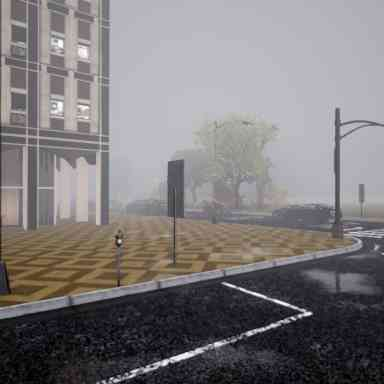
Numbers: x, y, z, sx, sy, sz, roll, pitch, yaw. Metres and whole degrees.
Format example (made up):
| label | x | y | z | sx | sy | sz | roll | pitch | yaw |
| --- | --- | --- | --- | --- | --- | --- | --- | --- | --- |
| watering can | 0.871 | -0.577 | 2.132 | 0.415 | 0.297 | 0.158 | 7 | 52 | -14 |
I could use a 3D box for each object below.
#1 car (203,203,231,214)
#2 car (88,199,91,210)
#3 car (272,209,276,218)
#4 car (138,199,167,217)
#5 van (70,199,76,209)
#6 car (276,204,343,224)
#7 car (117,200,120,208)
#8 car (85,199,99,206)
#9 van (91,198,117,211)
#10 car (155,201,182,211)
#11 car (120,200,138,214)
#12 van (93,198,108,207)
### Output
| label | x | y | z | sx | sy | sz | roll | pitch | yaw |
| --- | --- | --- | --- | --- | --- | --- | --- | --- | --- |
| car | 3.032 | 1.968 | 40.571 | 1.802 | 1.307 | 4.206 | -1 | 0 | -36 |
| car | -16.343 | 2.204 | 53.742 | 1.802 | 1.307 | 4.206 | -1 | 0 | -36 |
| car | 9.560 | 1.835 | 31.614 | 1.802 | 1.307 | 4.206 | -1 | 0 | -36 |
| car | -3.414 | 1.669 | 35.714 | 2.192 | 1.841 | 5.009 | -1 | 0 | -36 |
| van | -19.599 | 2.030 | 58.237 | 1.690 | 1.788 | 3.998 | -1 | 0 | -36 |
| car | 9.627 | 1.689 | 26.940 | 2.128 | 1.511 | 4.902 | 0 | -1 | -36 |
| car | -14.430 | 2.168 | 60.180 | 1.882 | 1.535 | 5.008 | 0 | -1 | -36 |
| car | -23.034 | 2.359 | 76.425 | 1.967 | 1.590 | 4.097 | -1 | 0 | -36 |
| van | -13.094 | 1.896 | 49.250 | 1.690 | 1.788 | 3.998 | -1 | 0 | -36 |
| car | -3.540 | 2.070 | 49.494 | 2.008 | 1.369 | 4.403 | -1 | 0 | -36 |
| car | -6.626 | 1.987 | 40.233 | 1.947 | 1.339 | 4.313 | -1 | 0 | -36 |
| van | -19.787 | 2.194 | 71.937 | 1.690 | 1.788 | 3.998 | -1 | 0 | -36 |
